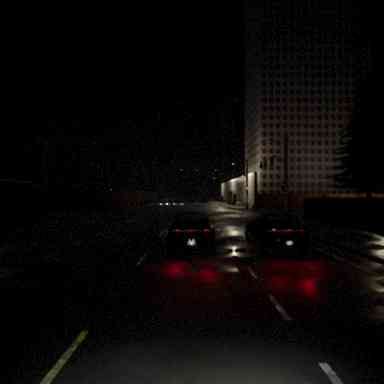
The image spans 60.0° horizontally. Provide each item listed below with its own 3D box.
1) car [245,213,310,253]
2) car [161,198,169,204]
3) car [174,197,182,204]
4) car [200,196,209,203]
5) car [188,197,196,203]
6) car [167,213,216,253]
[{"bbox_3d":[3.488,1.626,14.301,2.128,1.511,4.902,0,0,0],"label":"car"},{"bbox_3d":[-7.105,2.284,87.145,1.882,1.535,5.008,0,-1,0],"label":"car"},{"bbox_3d":[-3.605,2.161,87.180,2.097,1.767,4.553,0,-1,0],"label":"car"},{"bbox_3d":[3.393,2.296,89.013,1.837,1.490,4.892,0,-1,0],"label":"car"},{"bbox_3d":[-0.107,2.151,88.980,2.097,1.767,4.553,0,-1,0],"label":"car"},{"bbox_3d":[-0.012,1.626,14.291,2.128,1.511,4.902,0,0,0],"label":"car"}]
